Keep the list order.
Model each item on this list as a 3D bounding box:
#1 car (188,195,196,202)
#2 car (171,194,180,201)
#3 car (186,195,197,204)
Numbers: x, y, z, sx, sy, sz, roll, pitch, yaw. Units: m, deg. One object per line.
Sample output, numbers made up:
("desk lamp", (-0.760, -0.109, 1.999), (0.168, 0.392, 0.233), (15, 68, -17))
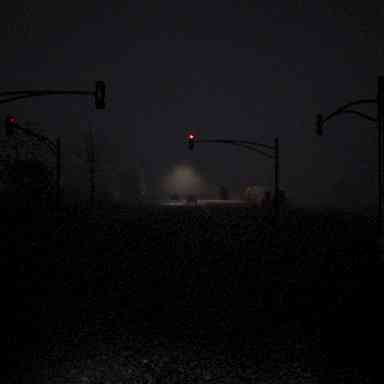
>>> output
("car", (-0.071, 1.425, 78.085), (1.837, 1.490, 4.892), (0, 0, 0))
("car", (-3.566, 1.195, 72.251), (1.837, 1.490, 4.892), (0, 0, 0))
("car", (-0.061, 1.424, 68.049), (2.097, 1.767, 4.553), (0, 0, 0))
